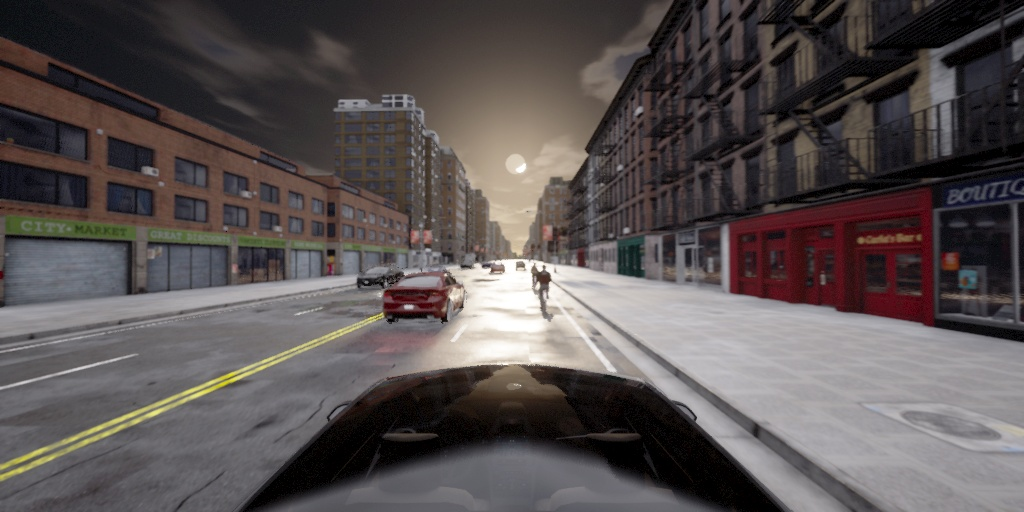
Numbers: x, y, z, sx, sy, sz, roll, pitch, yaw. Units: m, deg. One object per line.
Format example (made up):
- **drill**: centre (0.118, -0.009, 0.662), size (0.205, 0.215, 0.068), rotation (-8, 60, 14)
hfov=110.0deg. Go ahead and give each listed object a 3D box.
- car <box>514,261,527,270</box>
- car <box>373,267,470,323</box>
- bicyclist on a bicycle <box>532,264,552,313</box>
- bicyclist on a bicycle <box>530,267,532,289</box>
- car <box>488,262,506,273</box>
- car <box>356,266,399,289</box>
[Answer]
- **car**: centre (1.528, 1.626, 62.957), size (1.837, 1.490, 4.892), rotation (0, 0, 2)
- **car**: centre (-2.862, 1.318, 12.615), size (1.882, 1.535, 5.008), rotation (0, -1, 1)
- **bicyclist on a bicycle**: centre (1.204, 1.194, 13.553), size (0.659, 1.776, 1.843), rotation (0, 0, 1)
- **bicyclist on a bicycle**: centre (1.414, 1.334, 22.611), size (0.582, 1.620, 1.656), rotation (0, -1, 1)
- **car**: centre (-1.959, 1.637, 51.484), size (1.994, 1.385, 4.181), rotation (0, 0, 1)
- **car**: centre (-9.263, 1.438, 25.486), size (1.882, 1.535, 5.008), rotation (0, 0, 1)
